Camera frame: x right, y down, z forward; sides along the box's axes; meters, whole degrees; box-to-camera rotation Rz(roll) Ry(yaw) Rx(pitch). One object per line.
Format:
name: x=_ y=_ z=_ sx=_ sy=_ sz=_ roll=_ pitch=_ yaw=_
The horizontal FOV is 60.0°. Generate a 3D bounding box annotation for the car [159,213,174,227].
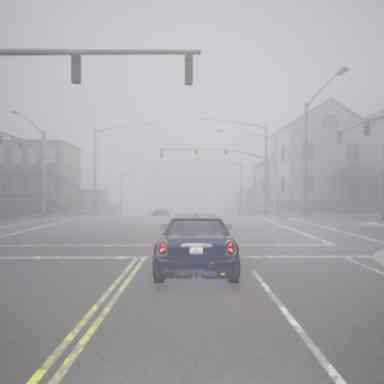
car: x=-3.704 y=4.148 z=48.908 sx=1.837 sy=1.490 sz=4.892 roll=0 pitch=-12 yaw=-1

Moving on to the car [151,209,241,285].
car: x=0.138 y=1.359 z=9.728 sx=2.097 sy=1.767 sz=4.553 roll=0 pitch=0 yaw=1

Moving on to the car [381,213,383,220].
car: x=16.590 y=1.564 z=23.817 sx=5.357 sy=1.411 sz=2.033 roll=0 pitch=0 yaw=-1

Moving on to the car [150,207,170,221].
car: x=-3.616 y=2.597 z=38.688 sx=1.895 sy=1.301 sz=4.718 roll=0 pitch=-9 yaw=0
